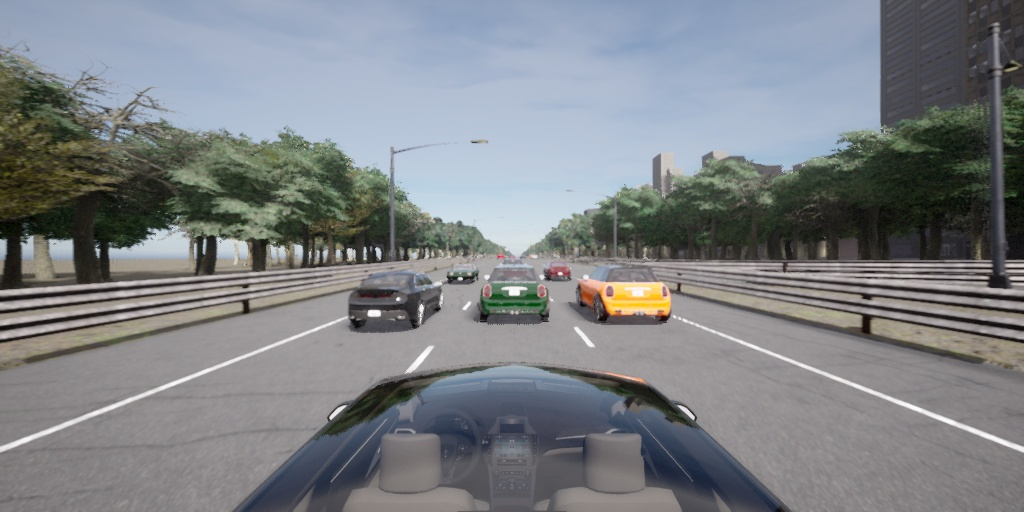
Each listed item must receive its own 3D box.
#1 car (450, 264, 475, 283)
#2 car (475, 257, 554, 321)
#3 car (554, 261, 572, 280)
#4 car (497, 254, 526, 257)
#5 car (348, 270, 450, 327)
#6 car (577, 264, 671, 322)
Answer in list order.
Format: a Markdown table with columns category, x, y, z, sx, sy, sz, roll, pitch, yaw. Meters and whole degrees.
| category | x | y | z | sx | sy | sz | roll | pitch | yaw |
| --- | --- | --- | --- | --- | --- | --- | --- | --- | --- |
| car | -3.427 | 1.214 | 26.131 | 1.895 | 1.301 | 4.718 | 0 | 1 | 0 |
| car | 0.079 | 1.057 | 12.382 | 2.097 | 1.767 | 4.553 | 0 | 0 | 0 |
| car | 3.581 | 1.116 | 28.823 | 1.812 | 1.442 | 4.674 | 0 | 1 | 0 |
| car | 0.077 | 0.953 | 27.551 | 2.097 | 1.767 | 4.553 | 0 | 0 | 0 |
| car | -3.422 | 1.211 | 11.354 | 1.837 | 1.490 | 4.892 | 0 | -1 | 0 |
| car | 3.578 | 1.058 | 12.297 | 2.097 | 1.767 | 4.553 | 0 | 0 | 0 |
